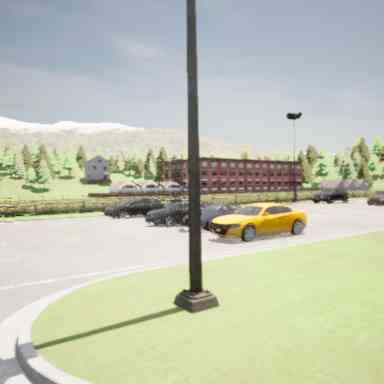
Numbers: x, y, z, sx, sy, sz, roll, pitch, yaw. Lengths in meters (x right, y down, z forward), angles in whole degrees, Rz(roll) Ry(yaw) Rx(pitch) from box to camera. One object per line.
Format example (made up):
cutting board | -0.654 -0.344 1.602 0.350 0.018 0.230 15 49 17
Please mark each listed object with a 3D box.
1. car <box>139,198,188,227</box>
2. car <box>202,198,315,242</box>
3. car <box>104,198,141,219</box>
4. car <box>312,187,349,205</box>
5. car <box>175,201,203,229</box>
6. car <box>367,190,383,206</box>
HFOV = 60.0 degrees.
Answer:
car | -0.587 1.278 21.088 4.892 1.490 1.837 -1 1 -35
car | 3.140 1.252 15.156 5.008 1.535 1.882 -1 1 -35
car | -4.610 1.285 26.816 4.892 1.490 1.837 -1 1 -35
car | 17.593 0.455 42.091 5.566 2.045 2.150 -2 1 -34
car | 1.512 1.332 18.284 4.181 1.385 1.994 -1 1 -35
car | 20.831 0.599 35.825 4.553 1.767 2.097 -1 1 -34
